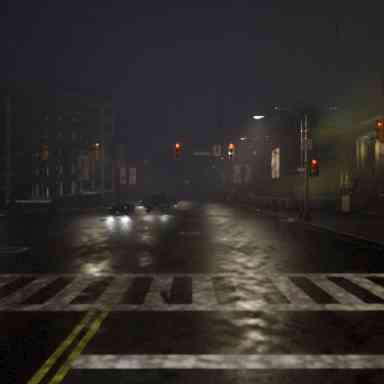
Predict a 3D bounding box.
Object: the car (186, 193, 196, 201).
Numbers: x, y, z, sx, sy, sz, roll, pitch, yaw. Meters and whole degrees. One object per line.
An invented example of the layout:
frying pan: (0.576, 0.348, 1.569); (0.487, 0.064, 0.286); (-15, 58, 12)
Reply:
car: (-1.088, 1.231, 87.890); (2.150, 2.045, 5.566); (0, 0, -29)

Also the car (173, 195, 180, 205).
car: (-3.530, 1.481, 58.456); (1.882, 1.535, 5.008); (0, 0, 0)

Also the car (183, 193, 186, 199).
car: (-4.125, 1.558, 86.163); (1.994, 1.385, 4.181); (0, 0, -29)

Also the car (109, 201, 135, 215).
car: (-7.059, 1.603, 33.843); (1.895, 1.301, 4.718); (0, 0, 0)

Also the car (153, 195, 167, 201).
car: (-8.367, 1.468, 86.704); (1.837, 1.490, 4.892); (0, 0, -29)

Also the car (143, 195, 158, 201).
car: (-10.386, 1.542, 83.022); (2.033, 1.411, 5.357); (0, 0, -25)

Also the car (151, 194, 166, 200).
car: (-9.511, 1.456, 94.506); (1.837, 1.490, 4.892); (0, 0, -43)

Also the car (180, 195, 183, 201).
car: (-3.708, 1.505, 72.411); (1.837, 1.490, 4.892); (0, 0, -7)

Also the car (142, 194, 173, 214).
car: (-3.556, 1.224, 35.566); (2.150, 2.045, 5.566); (0, 0, 0)

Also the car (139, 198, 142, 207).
car: (-7.035, 1.356, 52.719); (2.097, 1.767, 4.553); (0, 0, 0)

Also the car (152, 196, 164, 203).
car: (-6.991, 1.530, 68.926); (1.812, 1.442, 4.674); (0, 0, 1)
